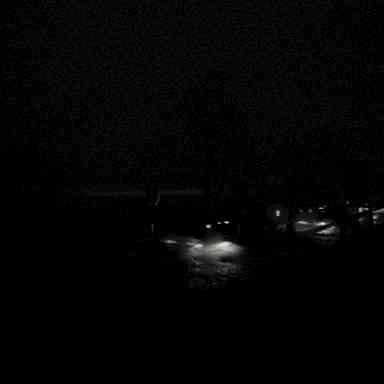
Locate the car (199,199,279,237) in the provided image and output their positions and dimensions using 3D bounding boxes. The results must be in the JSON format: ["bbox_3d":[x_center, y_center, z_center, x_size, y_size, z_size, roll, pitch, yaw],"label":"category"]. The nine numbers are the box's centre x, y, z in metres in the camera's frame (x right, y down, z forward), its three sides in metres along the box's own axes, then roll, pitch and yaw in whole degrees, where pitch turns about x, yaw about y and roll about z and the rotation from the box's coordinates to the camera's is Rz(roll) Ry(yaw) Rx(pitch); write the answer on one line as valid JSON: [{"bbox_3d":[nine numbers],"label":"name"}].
[{"bbox_3d":[2.367,1.151,15.908,1.837,1.490,4.892,-2,1,44],"label":"car"}]

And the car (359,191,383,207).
[{"bbox_3d":[17.306,0.622,31.360,2.033,1.411,5.357,-2,0,44],"label":"car"}]

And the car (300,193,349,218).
[{"bbox_3d":[9.228,0.887,23.010,1.837,1.490,4.892,-2,0,44],"label":"car"}]
